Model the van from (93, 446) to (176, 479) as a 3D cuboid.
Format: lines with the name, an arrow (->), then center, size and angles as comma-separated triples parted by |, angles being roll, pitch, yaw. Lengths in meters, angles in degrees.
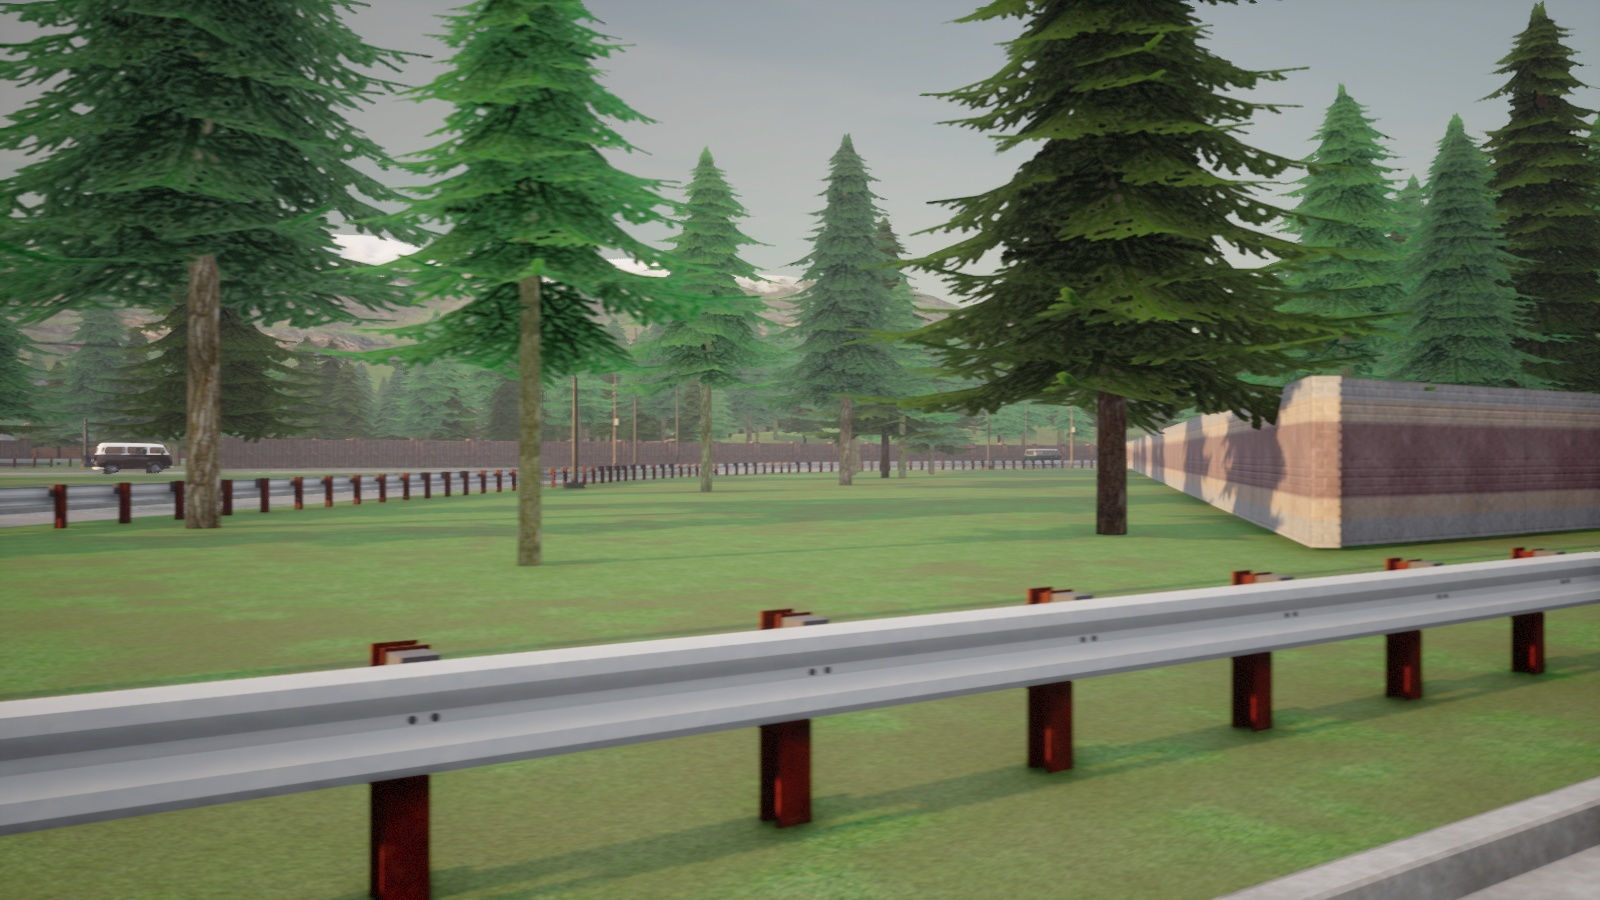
van -> -42.451, 0.754, 80.136 | 4.480, 2.038, 2.069 | 0, 0, -35
